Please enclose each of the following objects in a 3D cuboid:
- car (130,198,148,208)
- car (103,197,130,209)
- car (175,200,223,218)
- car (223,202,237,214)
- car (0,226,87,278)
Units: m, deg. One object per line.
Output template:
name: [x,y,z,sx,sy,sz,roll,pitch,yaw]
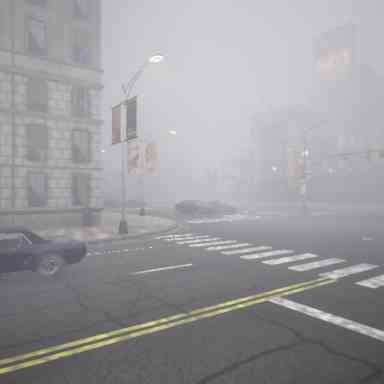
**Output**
car: [-8.182,1.563,48.957,1.994,1.385,4.181,0,0,-36]
car: [-10.936,1.508,46.792,1.837,1.490,4.892,0,0,-36]
car: [0.298,1.476,31.063,1.882,1.535,5.008,0,0,-35]
car: [2.612,1.562,33.935,1.994,1.385,4.181,0,0,-36]
car: [-5.343,1.601,8.663,4.718,1.301,1.895,0,0,-34]
